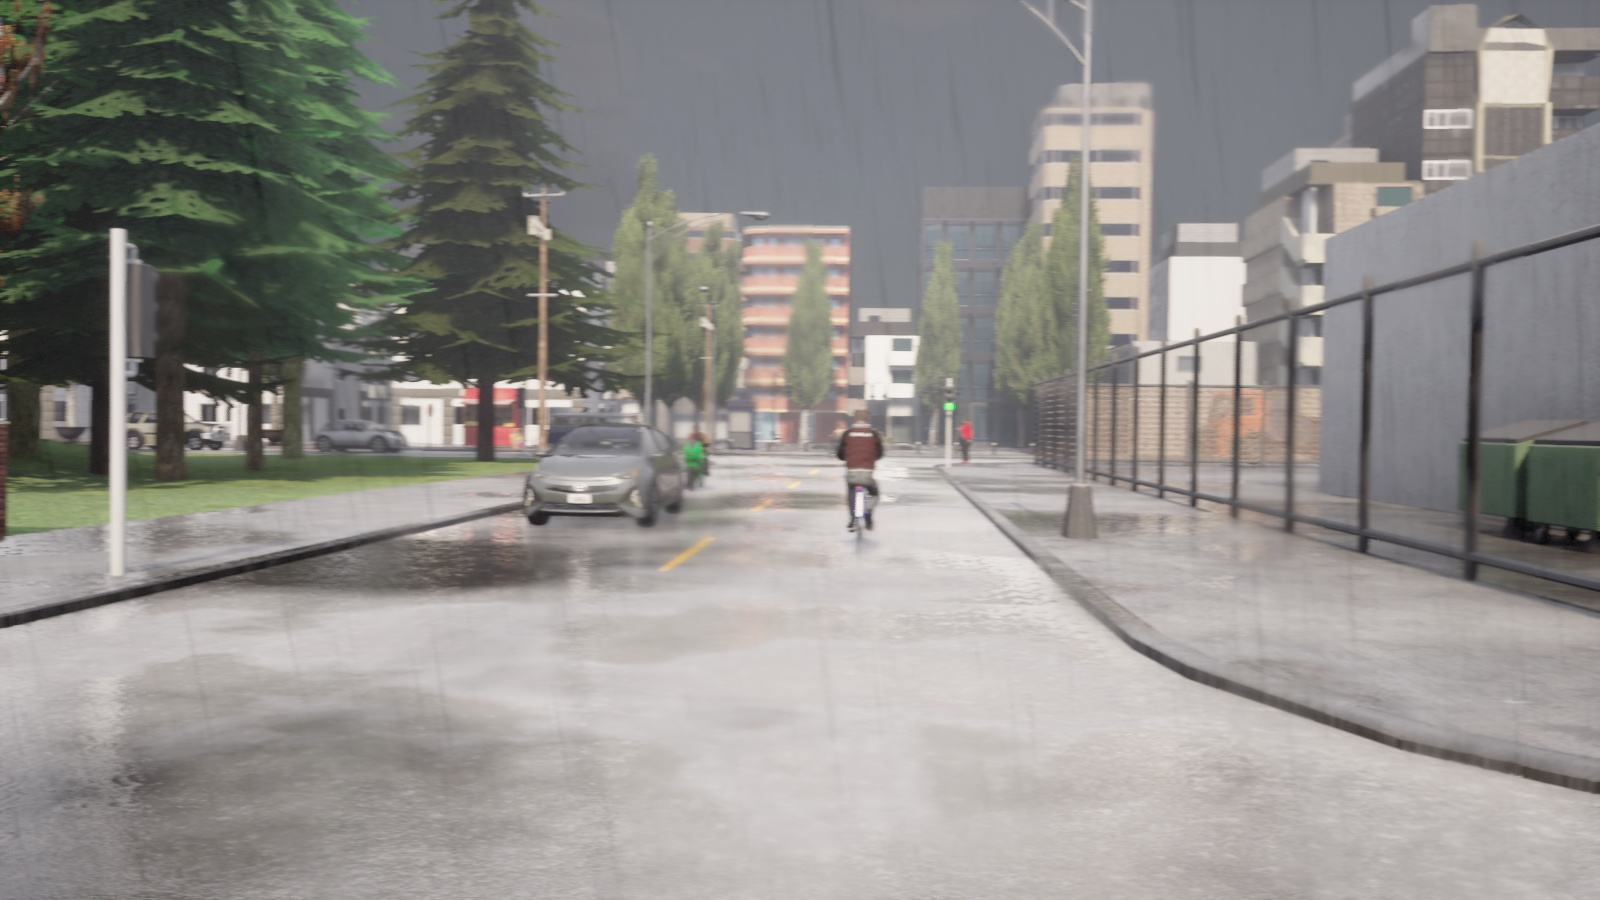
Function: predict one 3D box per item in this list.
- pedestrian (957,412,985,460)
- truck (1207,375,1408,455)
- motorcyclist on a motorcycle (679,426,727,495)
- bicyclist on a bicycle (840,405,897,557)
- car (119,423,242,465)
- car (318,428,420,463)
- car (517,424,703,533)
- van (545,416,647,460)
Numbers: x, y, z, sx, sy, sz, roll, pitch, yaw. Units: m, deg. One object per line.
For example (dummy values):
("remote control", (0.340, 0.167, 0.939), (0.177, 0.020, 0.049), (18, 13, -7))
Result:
("pedestrian", (6.642, -0.545, 48.757), (0.899, 1.844, 0.634), (-1, 1, -21))
("truck", (22.930, -1.553, 57.092), (7.936, 3.462, 2.891), (0, 1, 4))
("motorcyclist on a motorcycle", (-2.213, 0.213, 28.819), (0.797, 1.523, 2.044), (0, 1, 4))
("bicyclist on a bicycle", (0.858, 0.343, 15.575), (0.659, 1.776, 1.843), (0, 1, 4))
("car", (-27.967, -0.286, 56.747), (4.605, 1.855, 1.932), (0, 1, 4))
("car", (-19.251, -0.204, 56.141), (3.806, 1.475, 1.970), (0, 1, 5))
("car", (-2.859, 0.363, 20.006), (2.007, 1.525, 4.514), (0, 1, 4))
("van", (-9.630, -0.571, 59.446), (4.442, 1.987, 1.775), (0, 1, 4))
